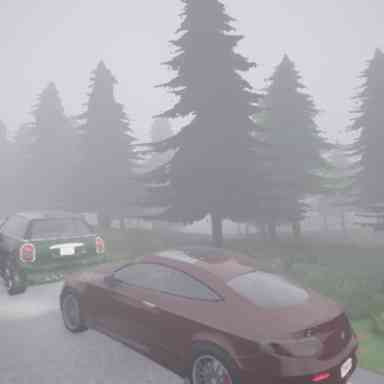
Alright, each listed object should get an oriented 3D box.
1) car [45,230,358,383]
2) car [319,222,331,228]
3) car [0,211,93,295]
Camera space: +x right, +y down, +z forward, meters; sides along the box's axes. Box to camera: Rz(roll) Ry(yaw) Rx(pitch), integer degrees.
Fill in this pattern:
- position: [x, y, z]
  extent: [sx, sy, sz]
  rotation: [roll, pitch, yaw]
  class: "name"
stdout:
- position: [-0.158, 1.548, 4.895]
  extent: [4.674, 1.442, 1.812]
  rotation: [1, 0, 42]
  class: "car"
- position: [33.062, 8.253, 82.675]
  extent: [1.851, 1.617, 3.988]
  rotation: [-3, -3, 2]
  class: "car"
- position: [-4.112, 1.282, 8.920]
  extent: [2.097, 1.767, 4.553]
  rotation: [0, 1, -40]
  class: "car"
